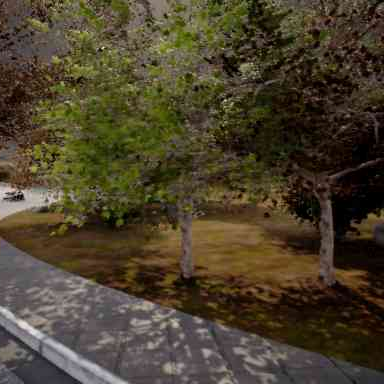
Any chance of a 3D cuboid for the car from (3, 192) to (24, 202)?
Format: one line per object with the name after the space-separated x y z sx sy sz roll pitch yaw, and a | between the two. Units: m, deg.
-28.755 0.734 53.777 1.882 1.535 5.008 0 2 -9 | car
